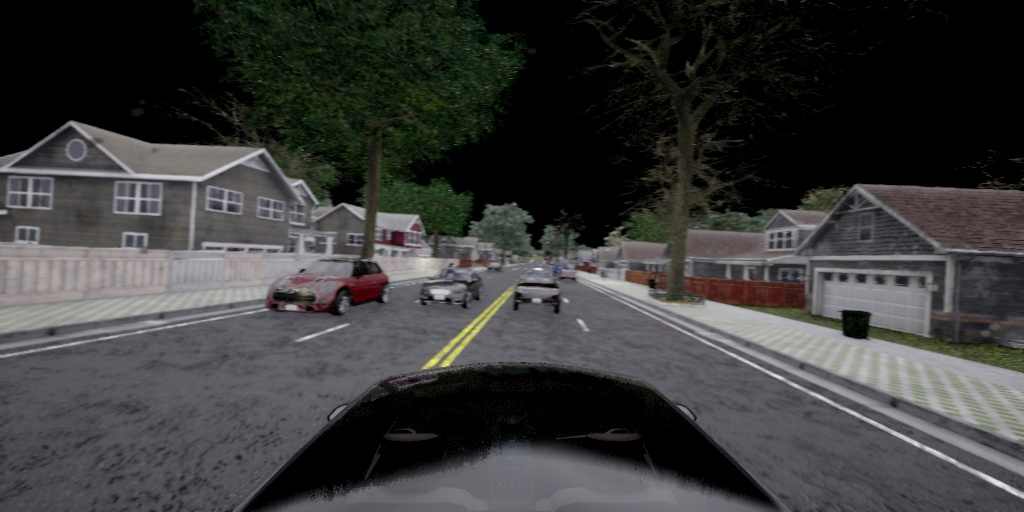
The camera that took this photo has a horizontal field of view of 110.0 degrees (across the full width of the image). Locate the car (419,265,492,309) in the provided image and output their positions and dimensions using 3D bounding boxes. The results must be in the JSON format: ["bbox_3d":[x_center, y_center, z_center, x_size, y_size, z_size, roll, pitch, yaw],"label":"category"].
[{"bbox_3d":[-2.381,1.243,15.168,2.128,1.511,4.902,3,-1,4],"label":"car"}]

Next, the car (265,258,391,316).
[{"bbox_3d":[-5.858,0.861,12.094,2.097,1.767,4.553,3,-1,4],"label":"car"}]

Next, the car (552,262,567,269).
[{"bbox_3d":[7.116,1.967,53.347,2.150,2.045,5.566,3,-1,4],"label":"car"}]

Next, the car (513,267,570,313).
[{"bbox_3d":[1.104,1.456,15.597,2.128,1.511,4.902,3,-1,4],"label":"car"}]

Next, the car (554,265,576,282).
[{"bbox_3d":[6.252,2.102,40.758,2.033,1.411,5.357,3,-1,5],"label":"car"}]

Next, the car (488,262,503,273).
[{"bbox_3d":[-2.545,1.699,54.915,1.882,1.535,5.008,3,-1,4],"label":"car"}]
